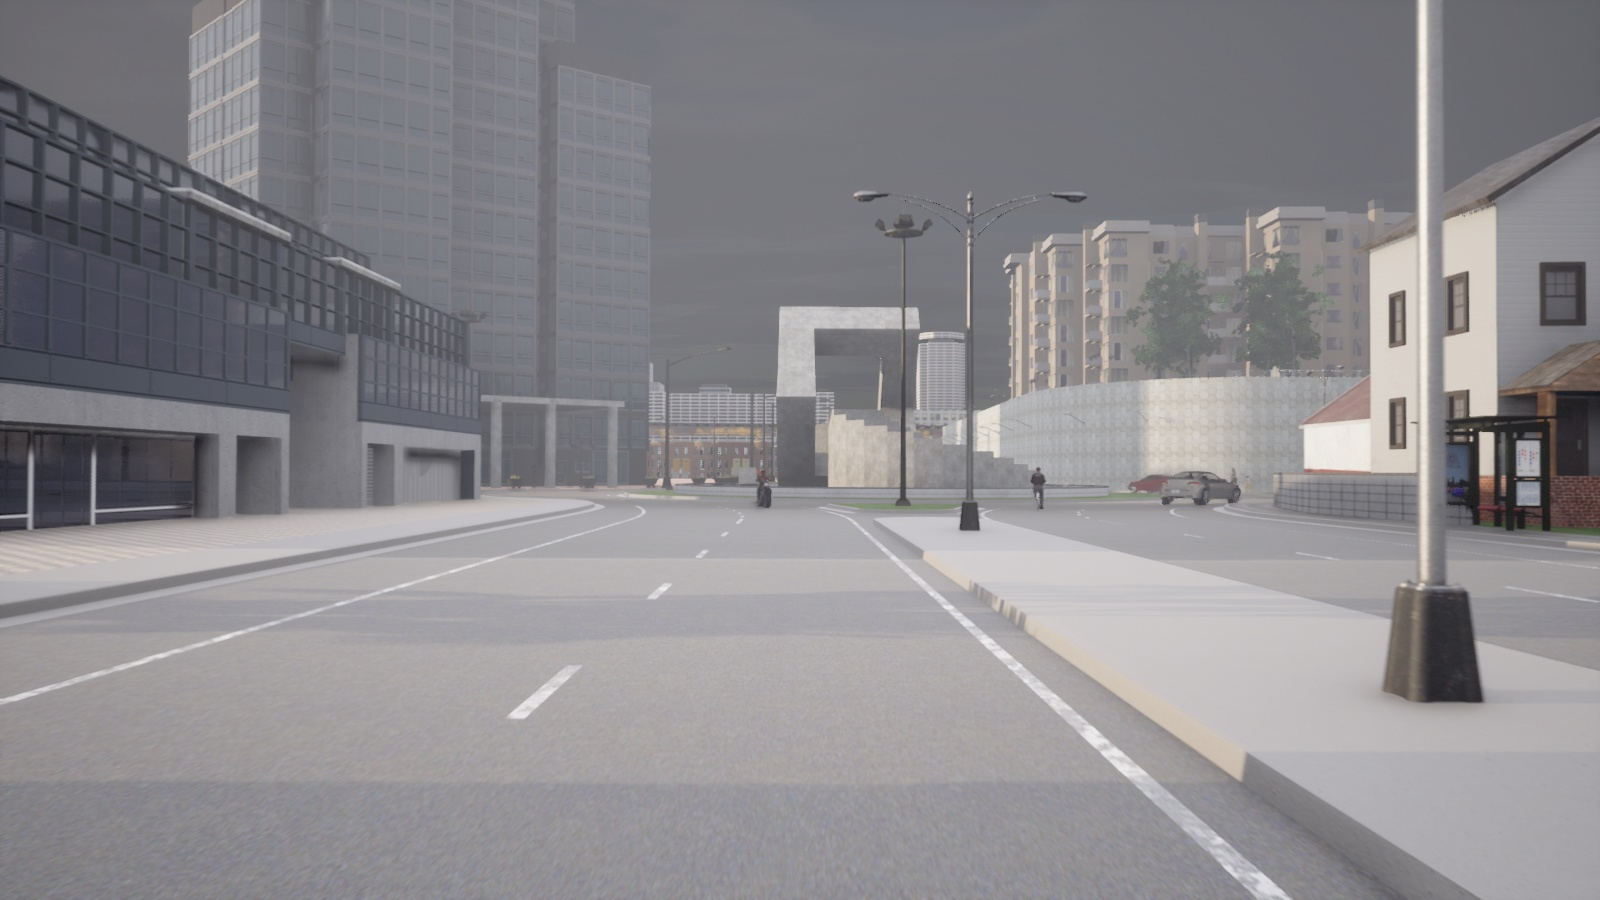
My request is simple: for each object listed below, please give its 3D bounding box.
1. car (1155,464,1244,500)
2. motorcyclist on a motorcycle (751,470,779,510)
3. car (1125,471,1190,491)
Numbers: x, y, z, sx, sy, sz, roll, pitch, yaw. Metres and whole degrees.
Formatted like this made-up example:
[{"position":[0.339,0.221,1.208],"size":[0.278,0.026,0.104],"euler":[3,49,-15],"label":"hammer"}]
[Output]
[{"position":[19.490,1.539,61.123],"size":[2.152,1.651,5.027],"euler":[-1,-1,44],"label":"car"},{"position":[-1.497,1.662,53.218],"size":[0.766,1.649,2.350],"euler":[0,-1,-12],"label":"motorcyclist on a motorcycle"},{"position":[26.177,2.279,92.188],"size":[1.812,1.442,4.674],"euler":[0,-1,-28],"label":"car"}]
